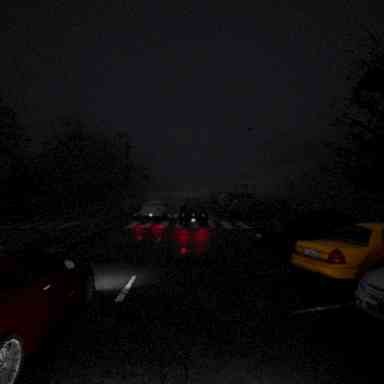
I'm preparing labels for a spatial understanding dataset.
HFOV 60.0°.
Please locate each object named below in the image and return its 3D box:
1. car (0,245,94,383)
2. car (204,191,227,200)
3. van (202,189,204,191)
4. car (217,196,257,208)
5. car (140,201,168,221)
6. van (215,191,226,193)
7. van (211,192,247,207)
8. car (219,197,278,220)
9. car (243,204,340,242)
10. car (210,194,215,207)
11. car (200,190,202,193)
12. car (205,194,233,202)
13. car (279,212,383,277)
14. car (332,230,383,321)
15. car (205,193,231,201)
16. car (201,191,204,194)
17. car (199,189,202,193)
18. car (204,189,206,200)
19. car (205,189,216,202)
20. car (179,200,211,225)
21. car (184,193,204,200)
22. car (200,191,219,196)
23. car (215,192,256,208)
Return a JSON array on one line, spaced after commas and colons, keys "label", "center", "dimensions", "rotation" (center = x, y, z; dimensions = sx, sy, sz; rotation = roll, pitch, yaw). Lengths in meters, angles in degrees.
[{"label": "car", "center": [-2.902, 1.513, 4.926], "dimensions": [1.812, 1.442, 4.674], "rotation": [0, 0, 0]}, {"label": "car", "center": [5.012, 0.759, 71.516], "dimensions": [4.553, 1.767, 2.185], "rotation": [0, 1, -20]}, {"label": "van", "center": [4.936, 0.716, 68.487], "dimensions": [4.442, 1.987, 1.878], "rotation": [0, 2, -20]}, {"label": "car", "center": [5.053, 1.363, 29.752], "dimensions": [4.674, 1.452, 2.002], "rotation": [1, 0, -20]}, {"label": "car", "center": [-2.911, 1.385, 25.778], "dimensions": [1.812, 1.442, 4.674], "rotation": [0, 0, 0]}, {"label": "van", "center": [5.167, 1.058, 35.757], "dimensions": [4.442, 1.987, 1.878], "rotation": [1, 0, -20]}, {"label": "van", "center": [4.946, 0.997, 44.618], "dimensions": [4.442, 1.987, 1.878], "rotation": [1, 1, -20]}, {"label": "car", "center": [5.033, 1.372, 26.733], "dimensions": [4.792, 1.488, 2.163], "rotation": [1, 1, -20]}, {"label": "car", "center": [5.039, 1.452, 14.728], "dimensions": [4.792, 1.488, 2.163], "rotation": [1, 1, -20]}, {"label": "car", "center": [5.048, 1.264, 38.698], "dimensions": [4.892, 1.521, 2.231], "rotation": [1, 0, -20]}, {"label": "car", "center": [5.062, 0.727, 80.488], "dimensions": [4.792, 1.488, 2.163], "rotation": [0, 1, -20]}, {"label": "car", "center": [5.070, 1.070, 62.588], "dimensions": [4.792, 1.488, 2.163], "rotation": [0, 1, -20]}, {"label": "car", "center": [5.238, 1.458, 8.804], "dimensions": [5.366, 1.575, 1.946], "rotation": [1, 0, -20]}, {"label": "car", "center": [5.072, 1.513, 5.731], "dimensions": [4.674, 1.452, 2.002], "rotation": [1, 1, -20]}, {"label": "car", "center": [5.037, 1.031, 65.560], "dimensions": [4.674, 1.452, 2.002], "rotation": [0, 1, -20]}, {"label": "car", "center": [4.873, 1.076, 59.518], "dimensions": [5.366, 1.575, 1.946], "rotation": [1, 1, -20]}, {"label": "car", "center": [4.862, 0.629, 83.391], "dimensions": [5.366, 1.575, 1.946], "rotation": [0, 1, -20]}, {"label": "car", "center": [5.080, 0.952, 47.661], "dimensions": [5.566, 2.045, 2.435], "rotation": [1, 0, -20]}, {"label": "car", "center": [5.031, 0.992, 41.665], "dimensions": [5.566, 2.045, 2.435], "rotation": [1, 1, -20]}, {"label": "car", "center": [0.090, 1.477, 23.198], "dimensions": [1.895, 1.301, 4.718], "rotation": [0, 0, 0]}, {"label": "car", "center": [0.083, 1.248, 41.149], "dimensions": [2.128, 1.511, 4.902], "rotation": [0, 0, 0]}, {"label": "car", "center": [5.039, 0.407, 95.378], "dimensions": [4.892, 1.521, 2.231], "rotation": [0, 1, -20]}, {"label": "car", "center": [5.029, 1.177, 32.723], "dimensions": [4.553, 1.767, 2.185], "rotation": [1, 0, -20]}]
